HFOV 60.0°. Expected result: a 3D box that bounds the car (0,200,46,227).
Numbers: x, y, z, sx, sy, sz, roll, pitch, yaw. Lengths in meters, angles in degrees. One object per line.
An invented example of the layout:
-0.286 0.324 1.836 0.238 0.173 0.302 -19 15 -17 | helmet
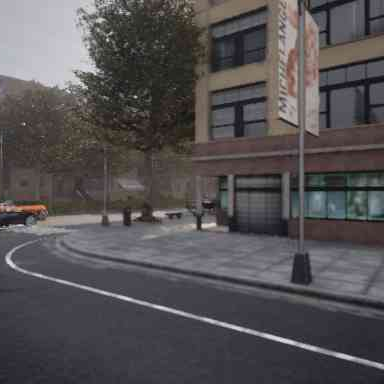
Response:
-11.425 1.488 19.922 2.128 1.511 4.902 -1 0 11 | car

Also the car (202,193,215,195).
2.293 1.223 46.832 2.150 2.045 5.566 0 0 36 | car

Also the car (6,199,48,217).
-13.459 1.348 25.126 2.097 1.767 4.553 0 0 41 | car

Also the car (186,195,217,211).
1.210 1.489 39.172 2.128 1.511 4.902 0 0 36 | car
